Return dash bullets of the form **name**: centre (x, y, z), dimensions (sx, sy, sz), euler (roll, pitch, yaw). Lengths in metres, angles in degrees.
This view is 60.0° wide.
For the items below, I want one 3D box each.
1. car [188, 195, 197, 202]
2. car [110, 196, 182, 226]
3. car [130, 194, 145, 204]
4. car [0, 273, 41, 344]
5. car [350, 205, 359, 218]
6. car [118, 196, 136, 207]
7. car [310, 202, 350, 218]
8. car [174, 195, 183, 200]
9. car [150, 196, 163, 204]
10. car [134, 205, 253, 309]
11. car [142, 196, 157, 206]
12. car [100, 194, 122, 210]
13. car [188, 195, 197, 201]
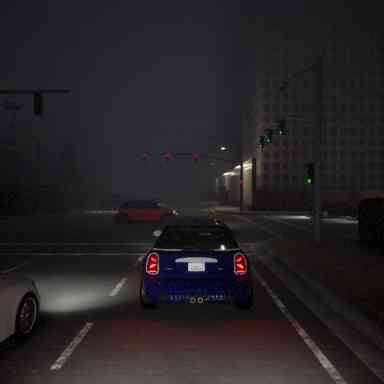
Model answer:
- **car**: centre (0.123, 1.355, 73.832), dimensions (2.097, 1.767, 4.553), euler (0, 0, 0)
- **car**: centre (-3.003, 1.382, 23.206), dimensions (4.553, 1.767, 2.097), euler (0, 0, 0)
- **car**: centre (-10.449, 1.352, 63.619), dimensions (2.097, 1.767, 4.553), euler (0, 0, 1)
- **car**: centre (-3.433, 1.526, 3.599), dimensions (1.812, 1.442, 4.674), euler (0, 0, 1)
- **car**: centre (15.844, 1.560, 26.915), dimensions (4.892, 1.490, 1.837), euler (0, 0, 0)
- **car**: centre (-10.500, 1.477, 53.839), dimensions (1.882, 1.535, 5.008), euler (0, 0, 0)
- **car**: centre (12.999, 1.619, 30.415), dimensions (4.181, 1.385, 1.994), euler (0, 0, 0)
- **car**: centre (-3.368, 1.423, 83.754), dimensions (1.895, 1.301, 4.718), euler (0, 0, 0)
- **car**: centre (-6.940, 1.564, 65.241), dimensions (1.994, 1.385, 4.181), euler (0, 0, 0)
- **car**: centre (0.095, 1.352, 8.032), dimensions (2.097, 1.767, 4.553), euler (0, 0, 0)
- **car**: centre (-6.993, 1.505, 55.195), dimensions (1.837, 1.490, 4.892), euler (0, 0, 0)
- **car**: centre (-10.521, 1.221, 44.067), dimensions (2.150, 2.045, 5.566), euler (0, 0, 0)
- **car**: centre (0.132, 1.540, 83.814), dimensions (2.033, 1.411, 5.357), euler (0, 0, 0)
